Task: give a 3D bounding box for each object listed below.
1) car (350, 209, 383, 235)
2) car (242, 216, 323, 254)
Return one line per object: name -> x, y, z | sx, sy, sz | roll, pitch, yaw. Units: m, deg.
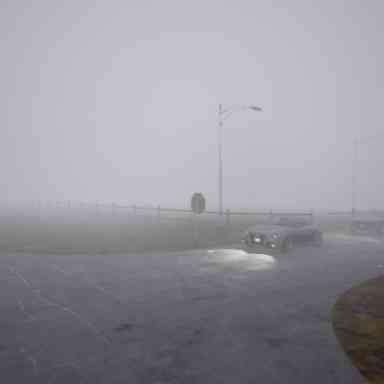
car -> 12.389, 1.912, 22.285 | 5.008, 1.535, 1.882 | 2, 0, -42
car -> 4.084, 1.791, 14.795 | 4.181, 1.385, 1.994 | 1, 0, -43
